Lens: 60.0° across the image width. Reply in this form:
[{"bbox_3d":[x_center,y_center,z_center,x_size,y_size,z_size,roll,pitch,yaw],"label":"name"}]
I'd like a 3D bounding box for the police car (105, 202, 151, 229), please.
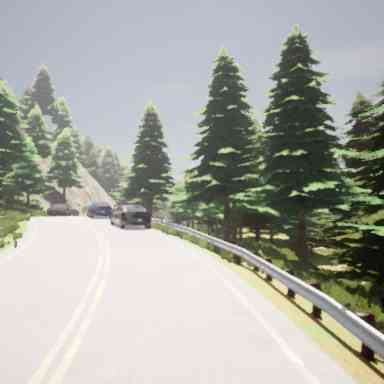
[{"bbox_3d":[-4.363,1.555,23.089,1.930,1.638,5.238,2,-1,-25],"label":"police car"}]

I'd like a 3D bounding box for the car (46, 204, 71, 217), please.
[{"bbox_3d":[-14.657,2.013,36.950,2.033,1.411,5.357,0,-4,-11],"label":"car"}]

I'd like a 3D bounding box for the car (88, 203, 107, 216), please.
[{"bbox_3d":[-10.507,1.987,37.146,1.812,1.442,4.674,1,-4,-13],"label":"car"}]

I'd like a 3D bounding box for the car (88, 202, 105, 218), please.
[{"bbox_3d":[-8.811,1.678,31.807,1.882,1.535,5.008,1,-2,-22],"label":"car"}]
